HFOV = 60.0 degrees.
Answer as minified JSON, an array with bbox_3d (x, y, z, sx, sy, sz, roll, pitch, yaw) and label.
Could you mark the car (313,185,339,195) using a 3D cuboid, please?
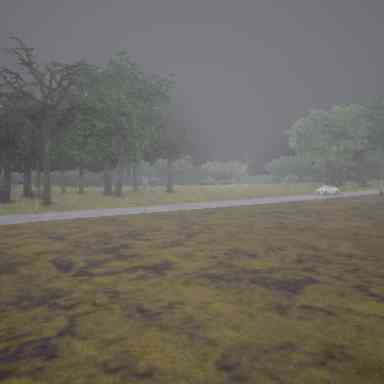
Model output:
[{"bbox_3d":[20.413,-0.263,50.466,4.674,1.442,1.812,-3,2,-35],"label":"car"}]
